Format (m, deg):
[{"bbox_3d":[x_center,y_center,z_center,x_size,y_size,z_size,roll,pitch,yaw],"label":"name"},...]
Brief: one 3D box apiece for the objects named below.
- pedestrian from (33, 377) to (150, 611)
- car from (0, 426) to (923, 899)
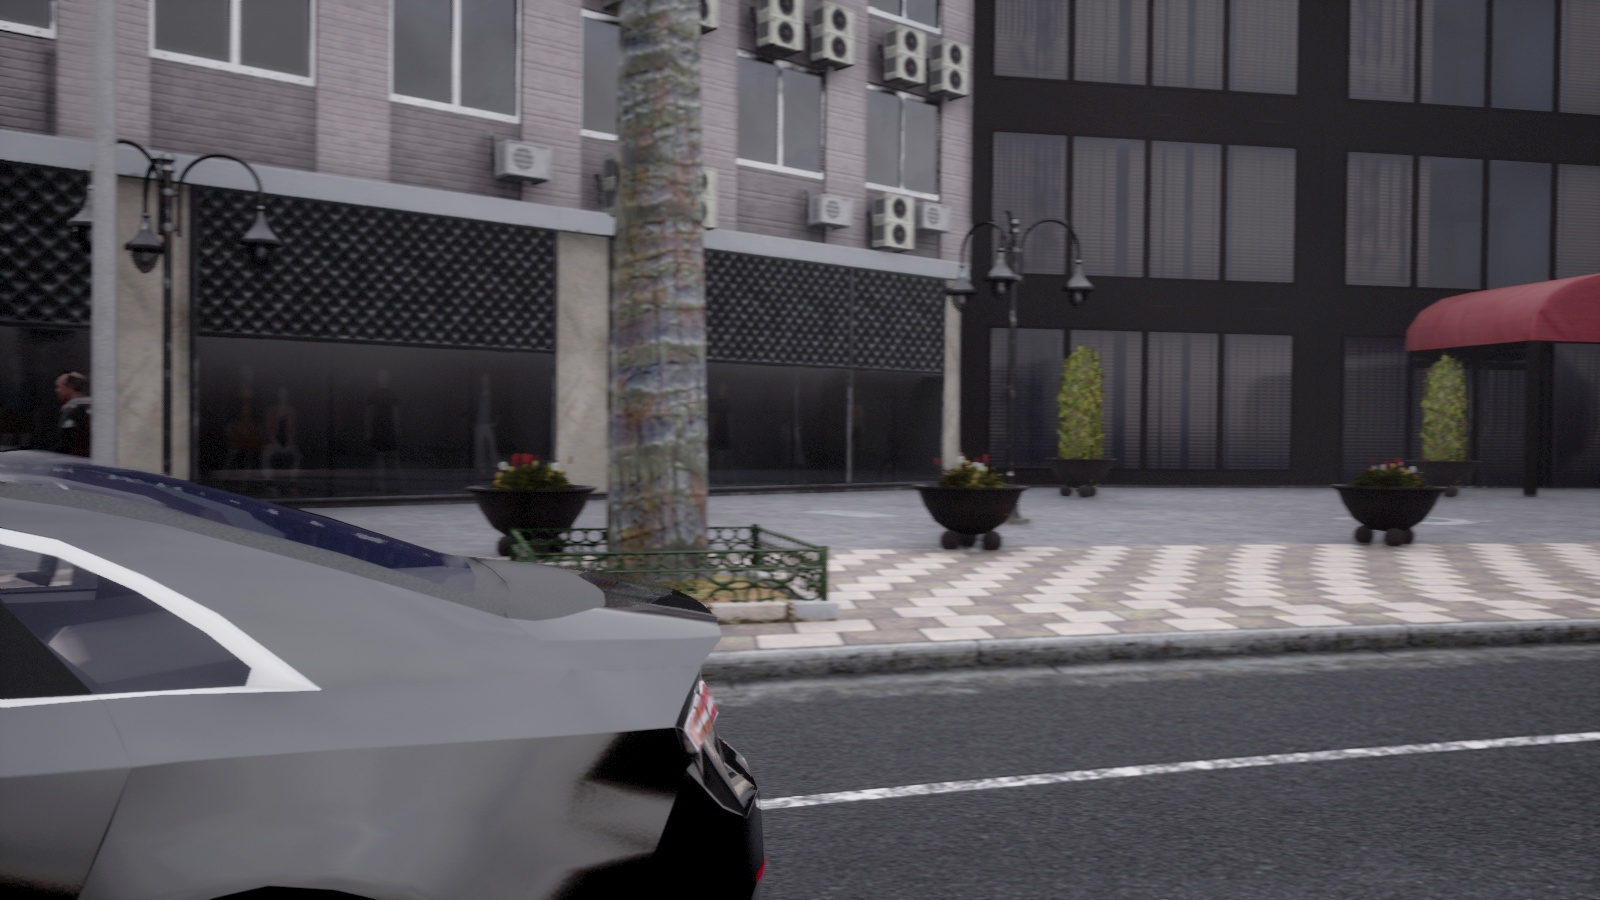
[{"bbox_3d":[-5.747,0.339,10.210,0.720,1.854,0.376,-1,1,-13],"label":"pedestrian"},{"bbox_3d":[-2.455,0.740,2.273,4.902,1.511,2.128,-1,1,-22],"label":"car"}]
